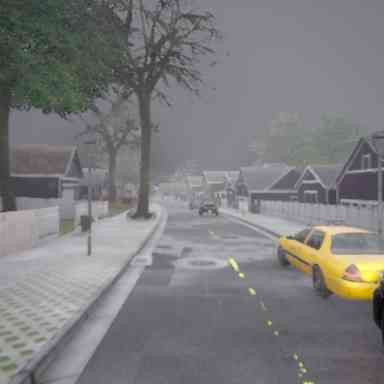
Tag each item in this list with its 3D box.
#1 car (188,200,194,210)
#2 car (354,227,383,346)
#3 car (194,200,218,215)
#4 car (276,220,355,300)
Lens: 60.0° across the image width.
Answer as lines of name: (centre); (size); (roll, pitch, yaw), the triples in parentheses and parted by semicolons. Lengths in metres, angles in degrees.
car: (0.557, 1.769, 46.252); (2.033, 1.411, 5.357); (0, -1, -6)
car: (3.583, 1.246, 2.281); (2.150, 2.045, 5.566); (0, 0, 0)
car: (1.595, 1.633, 34.920); (1.837, 1.490, 4.892); (0, 0, -4)
car: (3.555, 1.481, 8.474); (1.801, 1.575, 5.366); (0, 0, -1)
